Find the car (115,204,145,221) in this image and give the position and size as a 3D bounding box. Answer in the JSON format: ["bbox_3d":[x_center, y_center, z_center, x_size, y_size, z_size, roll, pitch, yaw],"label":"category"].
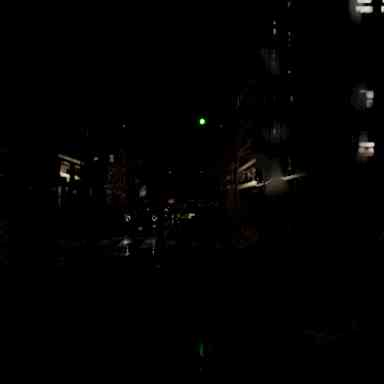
[{"bbox_3d":[-5.667,1.859,31.025,1.887,1.381,4.507,1,-1,0],"label":"car"}]

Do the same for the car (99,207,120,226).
[{"bbox_3d":[-5.745,1.802,25.344,1.887,1.381,4.507,1,-1,0],"label":"car"}]

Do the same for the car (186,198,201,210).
[{"bbox_3d":[0.017,2.016,53.011,1.882,1.535,5.008,0,-1,0],"label":"car"}]

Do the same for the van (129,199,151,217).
[{"bbox_3d":[-5.661,1.713,36.714,1.690,1.788,3.998,1,-1,0],"label":"van"}]

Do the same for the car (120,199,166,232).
[{"bbox_3d":[-3.054,1.572,21.689,2.097,1.767,4.553,0,-1,-1],"label":"car"}]

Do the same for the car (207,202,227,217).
[{"bbox_3d":[2.717,1.814,36.771,1.967,1.590,4.097,1,-1,0],"label":"car"}]

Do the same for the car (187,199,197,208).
[{"bbox_3d":[0.020,2.122,63.435,1.882,1.535,5.008,0,-1,0],"label":"car"}]

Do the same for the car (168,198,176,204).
[{"bbox_3d":[-5.644,2.393,93.576,1.967,1.590,4.097,1,-1,0],"label":"car"}]

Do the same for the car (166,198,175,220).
[{"bbox_3d":[-3.077,1.672,31.587,2.097,1.767,4.553,0,-1,0],"label":"car"}]

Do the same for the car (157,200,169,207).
[{"bbox_3d":[-5.656,2.243,65.144,1.802,1.307,4.206,1,-1,0],"label":"car"}]
